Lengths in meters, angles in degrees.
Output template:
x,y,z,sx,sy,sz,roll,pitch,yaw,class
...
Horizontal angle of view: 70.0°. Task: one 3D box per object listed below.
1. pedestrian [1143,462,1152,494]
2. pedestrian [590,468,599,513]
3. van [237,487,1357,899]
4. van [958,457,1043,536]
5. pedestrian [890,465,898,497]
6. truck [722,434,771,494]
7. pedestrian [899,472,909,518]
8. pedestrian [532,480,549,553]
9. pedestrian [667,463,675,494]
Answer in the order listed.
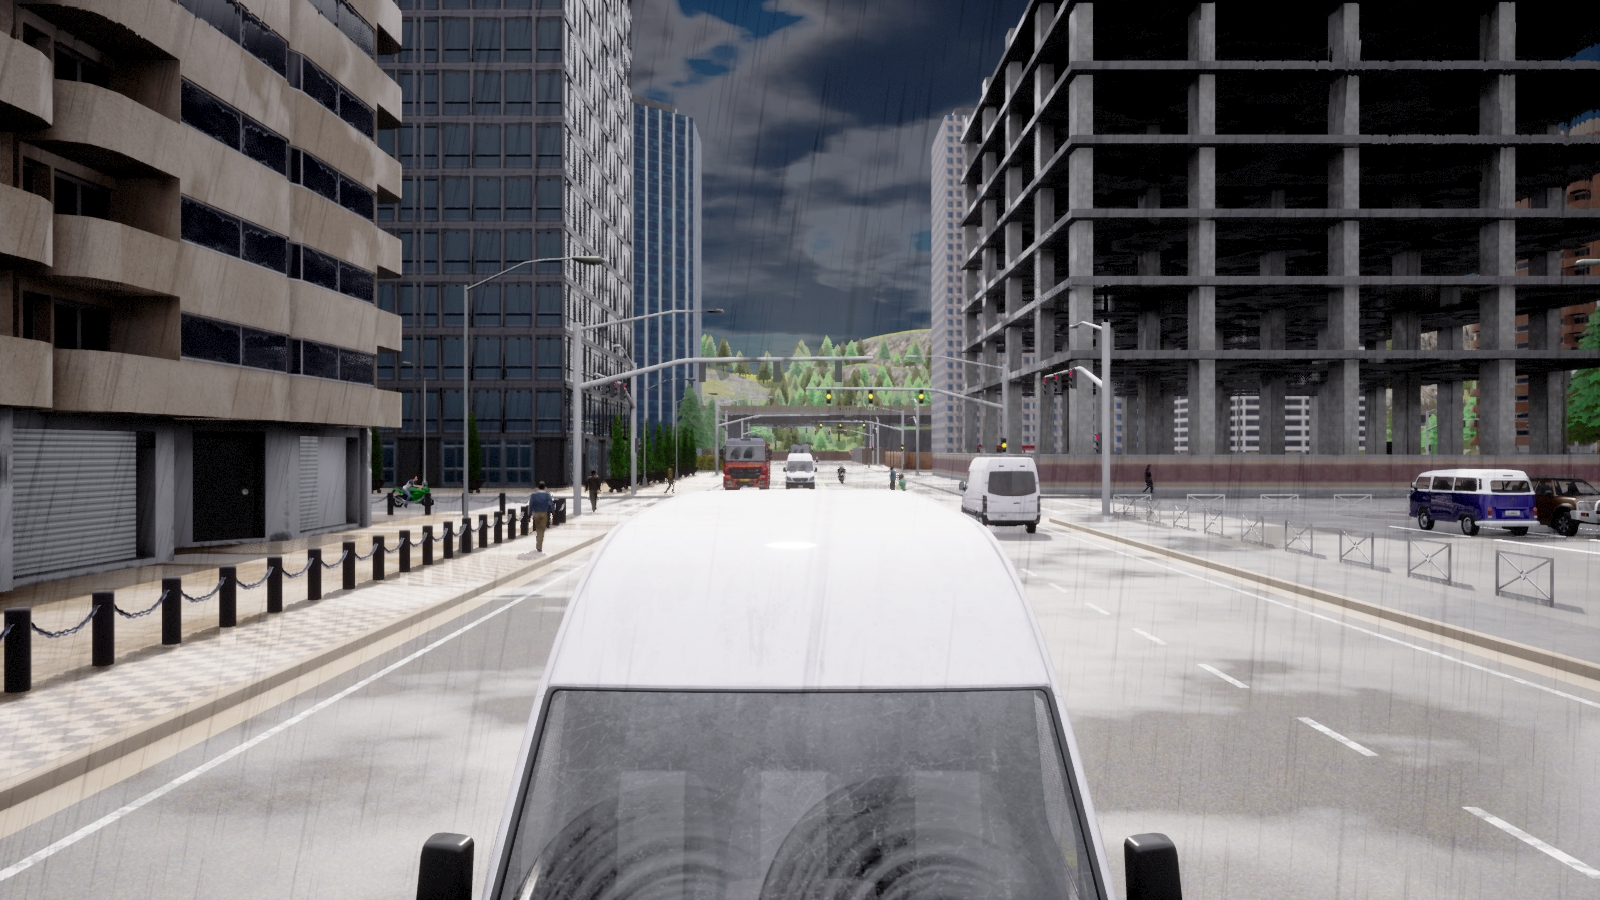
x,y,z,sx,sy,sz,roll,pitch,yaw,class
20.235,1.641,66.490,0.375,1.860,0.375,0,0,-1,pedestrian
-8.616,1.698,47.837,0.375,1.860,0.375,0,0,-10,pedestrian
-0.002,1.534,4.985,1.988,2.561,5.915,0,0,0,van
6.980,1.534,40.449,1.988,2.561,5.915,0,0,0,van
5.618,1.849,68.418,0.375,1.860,0.375,0,0,-8,pedestrian
-3.496,0.891,77.013,2.891,3.827,8.468,0,0,0,truck
4.262,1.835,46.674,0.375,1.860,0.375,0,0,-1,pedestrian
-6.683,1.697,29.396,0.375,1.860,0.375,0,0,-3,pedestrian
-7.626,1.695,67.693,0.375,1.860,0.375,0,0,15,pedestrian
